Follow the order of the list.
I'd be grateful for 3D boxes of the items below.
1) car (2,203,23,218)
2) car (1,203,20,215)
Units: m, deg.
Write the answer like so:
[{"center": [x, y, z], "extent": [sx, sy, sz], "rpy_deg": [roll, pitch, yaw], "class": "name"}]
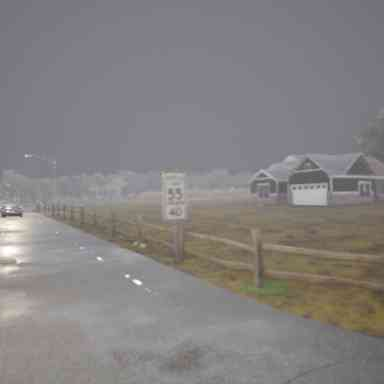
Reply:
[{"center": [-19.862, 2.108, 36.832], "extent": [1.994, 1.385, 4.181], "rpy_deg": [-1, -1, -30], "class": "car"}, {"center": [-24.886, 2.266, 45.481], "extent": [2.033, 1.411, 5.357], "rpy_deg": [-1, -1, -30], "class": "car"}]
